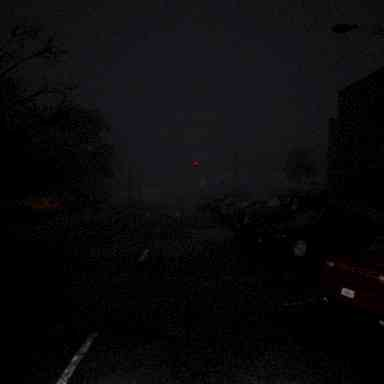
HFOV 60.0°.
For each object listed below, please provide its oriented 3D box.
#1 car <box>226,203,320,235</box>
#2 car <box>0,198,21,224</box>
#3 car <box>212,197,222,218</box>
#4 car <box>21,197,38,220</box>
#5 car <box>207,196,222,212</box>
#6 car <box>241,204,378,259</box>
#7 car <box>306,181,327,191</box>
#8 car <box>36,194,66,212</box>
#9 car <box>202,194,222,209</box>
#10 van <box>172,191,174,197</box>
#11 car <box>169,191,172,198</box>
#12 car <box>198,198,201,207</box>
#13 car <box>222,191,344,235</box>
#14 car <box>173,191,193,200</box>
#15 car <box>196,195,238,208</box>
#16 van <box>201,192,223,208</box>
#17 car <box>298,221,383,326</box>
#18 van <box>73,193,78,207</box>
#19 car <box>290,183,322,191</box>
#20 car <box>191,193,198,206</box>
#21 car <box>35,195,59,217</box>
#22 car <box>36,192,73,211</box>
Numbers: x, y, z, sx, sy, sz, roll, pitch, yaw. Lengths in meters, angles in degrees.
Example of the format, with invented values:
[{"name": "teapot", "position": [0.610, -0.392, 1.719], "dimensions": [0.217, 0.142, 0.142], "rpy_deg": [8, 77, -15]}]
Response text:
[{"name": "car", "position": [4.428, 1.377, 18.117], "dimensions": [4.674, 1.452, 2.002], "rpy_deg": [1, 0, -22]}, {"name": "car", "position": [-14.003, 1.394, 21.533], "dimensions": [4.674, 1.452, 2.002], "rpy_deg": [-1, 1, -22]}, {"name": "car", "position": [4.179, 1.331, 24.149], "dimensions": [4.674, 1.452, 2.002], "rpy_deg": [1, 1, -23]}, {"name": "car", "position": [-14.152, 1.373, 24.490], "dimensions": [4.674, 1.452, 2.002], "rpy_deg": [-1, 1, -23]}, {"name": "car", "position": [4.018, 1.307, 27.169], "dimensions": [4.674, 1.452, 2.002], "rpy_deg": [0, 0, -23]}, {"name": "car", "position": [4.621, 1.385, 12.072], "dimensions": [5.008, 1.535, 2.097], "rpy_deg": [1, 1, -22]}, {"name": "car", "position": [20.972, -0.802, 54.582], "dimensions": [2.435, 2.045, 5.566], "rpy_deg": [-7, 4, -29]}, {"name": "car", "position": [-14.671, 1.291, 30.328], "dimensions": [5.366, 1.575, 1.946], "rpy_deg": [-1, 1, -23]}, {"name": "car", "position": [3.859, 1.245, 30.183], "dimensions": [4.892, 1.521, 2.231], "rpy_deg": [1, 1, -24]}, {"name": "van", "position": [-1.874, 0.817, 82.731], "dimensions": [4.442, 1.987, 1.878], "rpy_deg": [0, 1, -30]}, {"name": "car", "position": [-2.293, 0.765, 85.740], "dimensions": [5.566, 2.045, 2.435], "rpy_deg": [0, 1, -30]}, {"name": "car", "position": [3.484, 1.071, 36.221], "dimensions": [4.553, 1.767, 2.185], "rpy_deg": [0, 1, -24]}, {"name": "car", "position": [4.511, 1.110, 15.076], "dimensions": [5.566, 2.045, 2.435], "rpy_deg": [1, 1, -22]}, {"name": "car", "position": [-1.326, 0.945, 79.805], "dimensions": [4.553, 1.767, 2.185], "rpy_deg": [0, 0, -29]}, {"name": "car", "position": [3.168, 1.186, 42.204], "dimensions": [4.792, 1.488, 2.163], "rpy_deg": [0, 0, -25]}, {"name": "van", "position": [3.560, 0.993, 33.146], "dimensions": [4.442, 1.987, 1.878], "rpy_deg": [0, 1, -24]}, {"name": "car", "position": [4.718, 1.432, 6.035], "dimensions": [5.008, 1.535, 2.097], "rpy_deg": [1, 0, -21]}, {"name": "van", "position": [-14.814, 1.021, 36.358], "dimensions": [4.442, 1.987, 1.878], "rpy_deg": [-1, 0, -24]}, {"name": "car", "position": [18.017, -0.219, 54.120], "dimensions": [2.002, 1.452, 4.674], "rpy_deg": [-7, 4, -29]}, {"name": "car", "position": [3.058, 1.169, 39.145], "dimensions": [5.366, 1.575, 1.946], "rpy_deg": [0, 1, -25]}, {"name": "car", "position": [-14.152, 1.306, 27.524], "dimensions": [5.366, 1.575, 1.946], "rpy_deg": [-1, 0, -23]}, {"name": "car", "position": [-14.670, 1.144, 33.368], "dimensions": [4.553, 1.767, 2.185], "rpy_deg": [-1, 1, -24]}]
